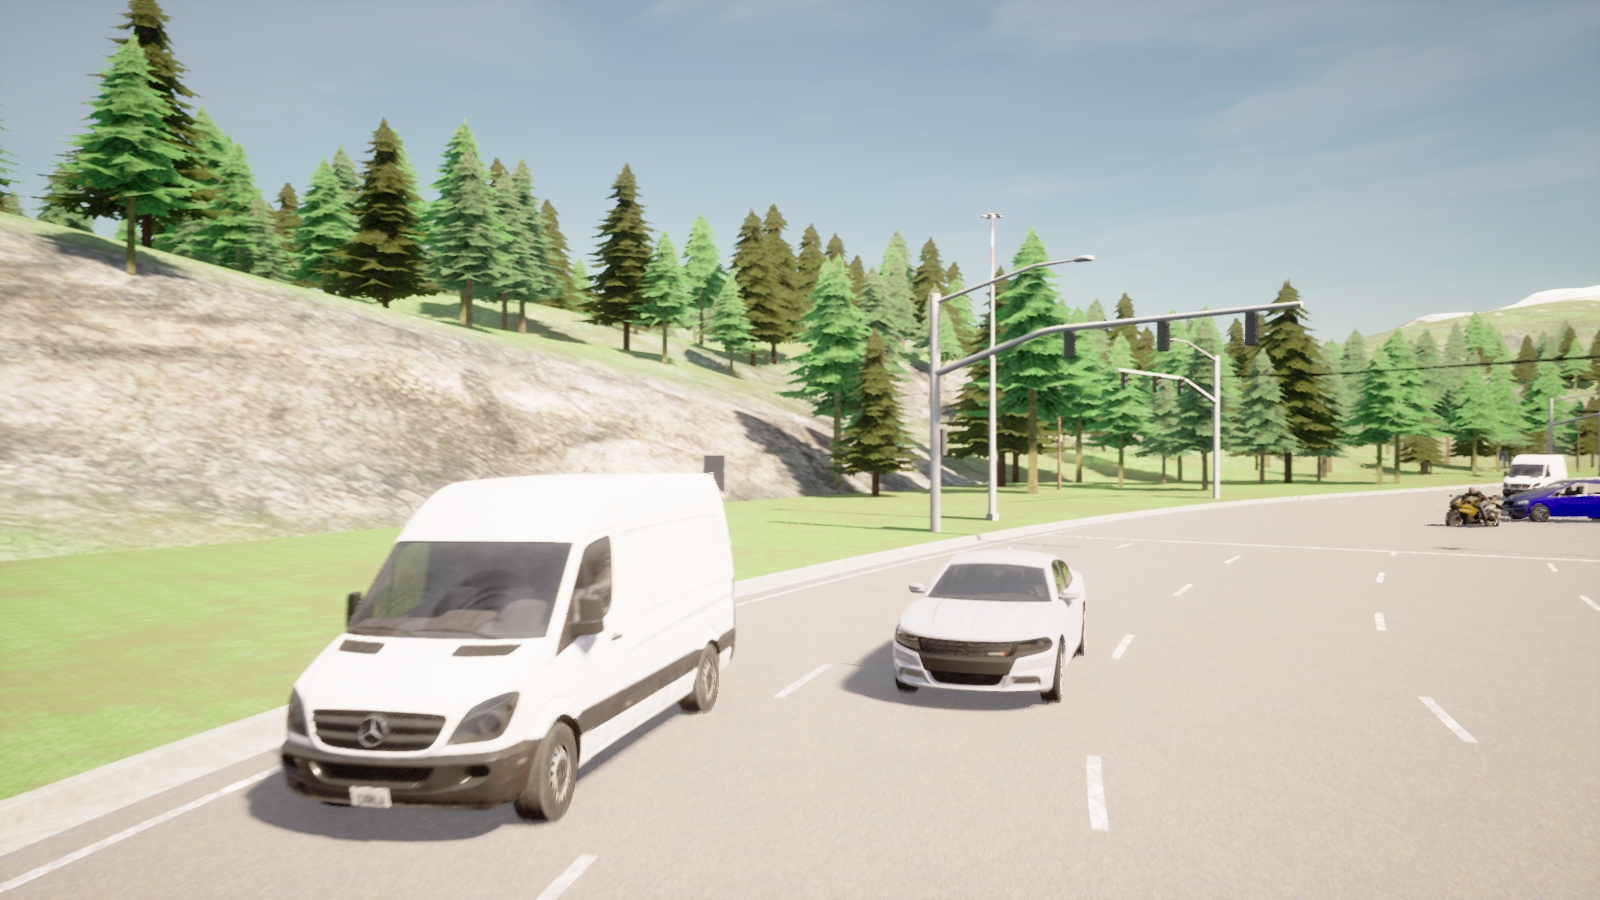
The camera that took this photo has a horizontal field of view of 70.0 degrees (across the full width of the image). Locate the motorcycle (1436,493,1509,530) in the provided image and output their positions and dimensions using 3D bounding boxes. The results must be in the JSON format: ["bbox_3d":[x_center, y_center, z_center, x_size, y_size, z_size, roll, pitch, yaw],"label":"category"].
[{"bbox_3d":[24.484,2.233,41.624,2.209,1.251,0.867,0,2,-9],"label":"motorcycle"}]

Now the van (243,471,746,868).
[{"bbox_3d":[-2.300,1.540,10.780,1.988,2.561,5.915,-1,0,13],"label":"van"}]

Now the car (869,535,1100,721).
[{"bbox_3d":[2.549,2.043,14.513,2.097,1.535,5.006,0,0,19],"label":"car"}]

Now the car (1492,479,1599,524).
[{"bbox_3d":[30.303,1.998,45.065,4.611,1.667,2.242,0,0,9],"label":"car"}]

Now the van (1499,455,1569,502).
[{"bbox_3d":[42.044,1.578,65.352,5.915,2.561,1.988,0,0,-43],"label":"van"}]
